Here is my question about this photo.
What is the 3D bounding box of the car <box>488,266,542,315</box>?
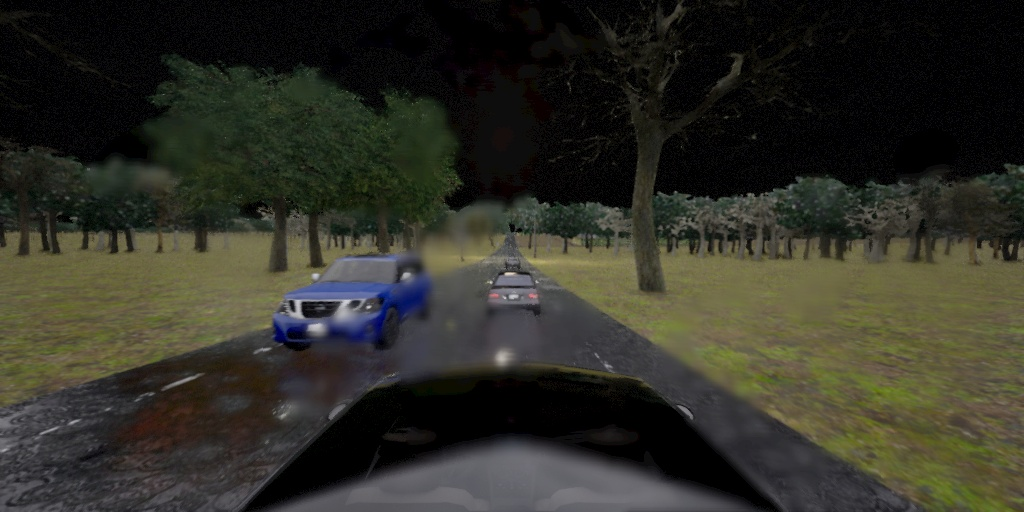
[{"bbox_3d":[0.089,1.287,13.476,2.033,1.411,5.357,0,0,0],"label":"car"}]

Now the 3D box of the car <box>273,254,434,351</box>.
[{"bbox_3d":[-3.579,0.972,9.373,2.150,2.045,5.566,0,0,0],"label":"car"}]

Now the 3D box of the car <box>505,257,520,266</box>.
[{"bbox_3d":[0.094,0.823,47.047,2.128,1.511,4.902,0,1,0],"label":"car"}]
